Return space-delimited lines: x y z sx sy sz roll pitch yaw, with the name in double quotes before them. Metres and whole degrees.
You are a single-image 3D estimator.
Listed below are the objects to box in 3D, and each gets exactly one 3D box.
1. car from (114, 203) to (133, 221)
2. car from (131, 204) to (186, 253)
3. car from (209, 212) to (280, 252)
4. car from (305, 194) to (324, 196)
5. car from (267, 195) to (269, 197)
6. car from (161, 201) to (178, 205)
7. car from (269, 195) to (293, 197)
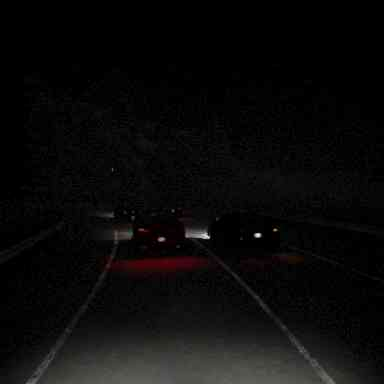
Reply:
"car" -5.203 1.579 27.179 1.895 1.301 4.718 0 0 -20
"car" -1.470 1.464 13.748 1.882 1.535 5.008 0 0 -10
"car" 2.025 1.540 14.009 1.994 1.385 4.181 0 0 -10
"car" 27.452 1.330 76.917 4.892 1.490 1.837 0 0 -26
"car" 19.939 1.434 84.805 4.718 1.301 1.895 0 0 -26
"car" -2.139 1.531 30.458 1.994 1.385 4.181 0 0 -13
"car" 22.558 1.375 82.242 5.357 1.411 2.033 0 0 -26
